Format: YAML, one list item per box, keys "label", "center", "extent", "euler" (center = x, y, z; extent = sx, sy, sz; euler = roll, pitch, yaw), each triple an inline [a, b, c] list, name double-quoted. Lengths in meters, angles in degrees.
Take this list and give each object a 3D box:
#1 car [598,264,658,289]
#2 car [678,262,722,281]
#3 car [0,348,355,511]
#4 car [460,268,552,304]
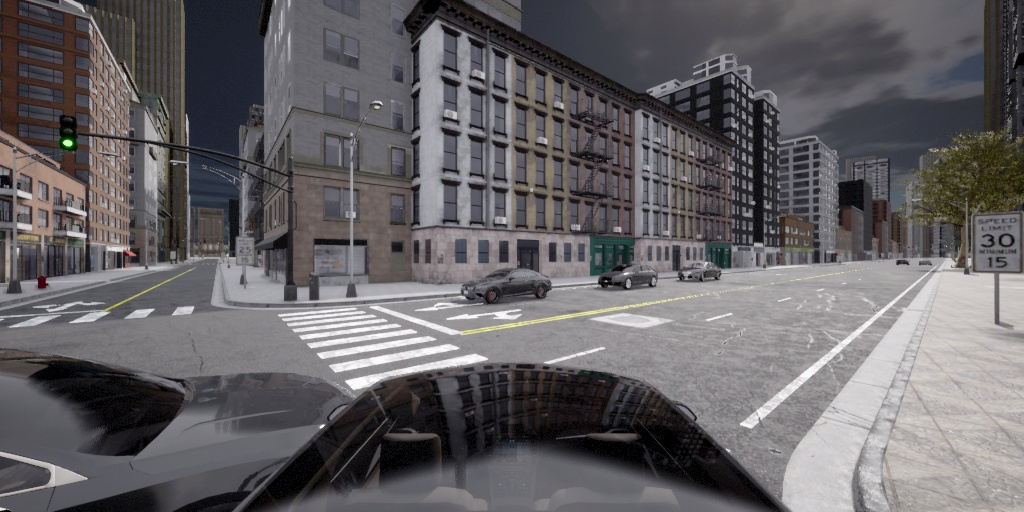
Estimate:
- label: "car"
  center: [7.497, 1.257, 22.953]
  extent: [4.892, 1.490, 1.837]
  euler: [0, 0, -39]
- label: "car"
  center: [15.463, 1.234, 29.477]
  extent: [4.902, 1.511, 2.128]
  euler: [0, 0, -39]
- label: "car"
  center: [-3.234, 1.257, 1.683]
  extent: [4.892, 1.490, 1.837]
  euler: [0, 0, -35]
- label: "car"
  center: [-0.152, 1.286, 16.676]
  extent: [4.674, 1.442, 1.812]
  euler: [0, 0, -39]
